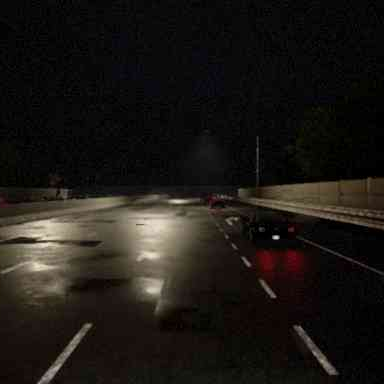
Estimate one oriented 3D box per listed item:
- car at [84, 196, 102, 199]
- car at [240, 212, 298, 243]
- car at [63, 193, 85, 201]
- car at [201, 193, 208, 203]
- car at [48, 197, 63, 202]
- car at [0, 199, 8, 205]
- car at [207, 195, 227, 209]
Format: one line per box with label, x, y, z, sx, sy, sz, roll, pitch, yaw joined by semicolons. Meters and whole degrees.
car;-17.493;1.507;60.707;1.882;1.535;5.008;0;0;1
car;3.497;1.601;16.056;1.895;1.301;4.718;0;0;0
car;-20.988;1.251;60.624;2.150;2.045;5.566;0;0;0
car;3.556;1.535;72.195;1.882;1.535;5.008;0;0;0
car;-24.489;1.588;60.592;1.994;1.385;4.181;0;0;0
car;-28.054;1.612;46.692;1.895;1.301;4.718;0;0;1
car;3.496;1.541;46.780;1.812;1.442;4.674;0;0;0
